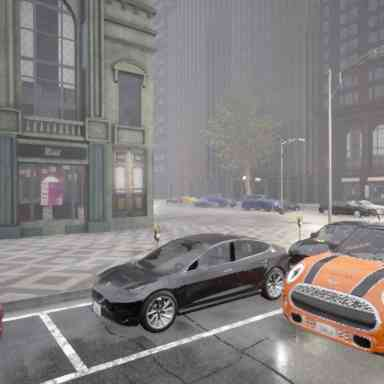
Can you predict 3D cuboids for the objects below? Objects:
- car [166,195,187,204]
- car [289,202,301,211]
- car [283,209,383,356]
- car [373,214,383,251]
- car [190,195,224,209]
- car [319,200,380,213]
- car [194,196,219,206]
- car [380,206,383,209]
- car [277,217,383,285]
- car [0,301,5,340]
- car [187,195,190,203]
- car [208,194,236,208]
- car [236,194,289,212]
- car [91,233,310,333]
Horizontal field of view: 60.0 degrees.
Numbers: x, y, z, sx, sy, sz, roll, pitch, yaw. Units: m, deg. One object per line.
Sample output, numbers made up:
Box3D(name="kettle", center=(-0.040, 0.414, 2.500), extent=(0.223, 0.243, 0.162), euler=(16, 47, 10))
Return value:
Box3D(name="car", center=(-3.589, 1.683, 68.315), extent=(1.812, 1.442, 4.674), euler=(0, 0, -36))
Box3D(name="car", center=(11.055, 1.634, 42.110), extent=(2.033, 1.411, 5.357), euler=(0, 0, -35))
Box3D(name="car", center=(3.724, 1.352, 6.008), extent=(4.553, 1.767, 2.097), euler=(0, 0, -35))
Box3D(name="car", center=(9.377, 1.553, 13.330), extent=(4.403, 1.369, 2.008), euler=(0, 0, -35))
Box3D(name="car", center=(2.097, 1.659, 49.054), extent=(1.812, 1.442, 4.674), euler=(0, 0, -35))
Box3D(name="car", center=(14.568, 1.550, 31.606), extent=(1.882, 1.535, 5.008), euler=(0, 0, -37))
Box3D(name="car", center=(2.526, 1.604, 59.834), extent=(1.882, 1.535, 5.008), euler=(0, 0, -35))
Box3D(name="car", center=(17.212, 1.582, 33.500), extent=(1.812, 1.442, 4.674), euler=(0, 0, -33))
Box3D(name="car", center=(4.787, 1.567, 10.058), extent=(4.313, 1.339, 1.947), euler=(0, 0, -35))
Box3D(name="car", center=(-4.394, 1.582, 3.516), extent=(4.206, 1.307, 1.802), euler=(0, 0, -35))
Box3D(name="car", center=(-1.189, 1.471, 70.546), extent=(1.882, 1.535, 5.008), euler=(0, 0, -36))
Box3D(name="car", center=(4.456, 1.339, 51.343), extent=(2.150, 2.045, 5.566), euler=(0, 0, -36))
Box3D(name="car", center=(8.407, 1.323, 40.217), extent=(2.150, 2.045, 5.566), euler=(0, 0, -36))
Box3D(name="car", center=(0.196, 1.566, 6.787), extent=(4.313, 1.339, 1.947), euler=(0, 0, -35))
